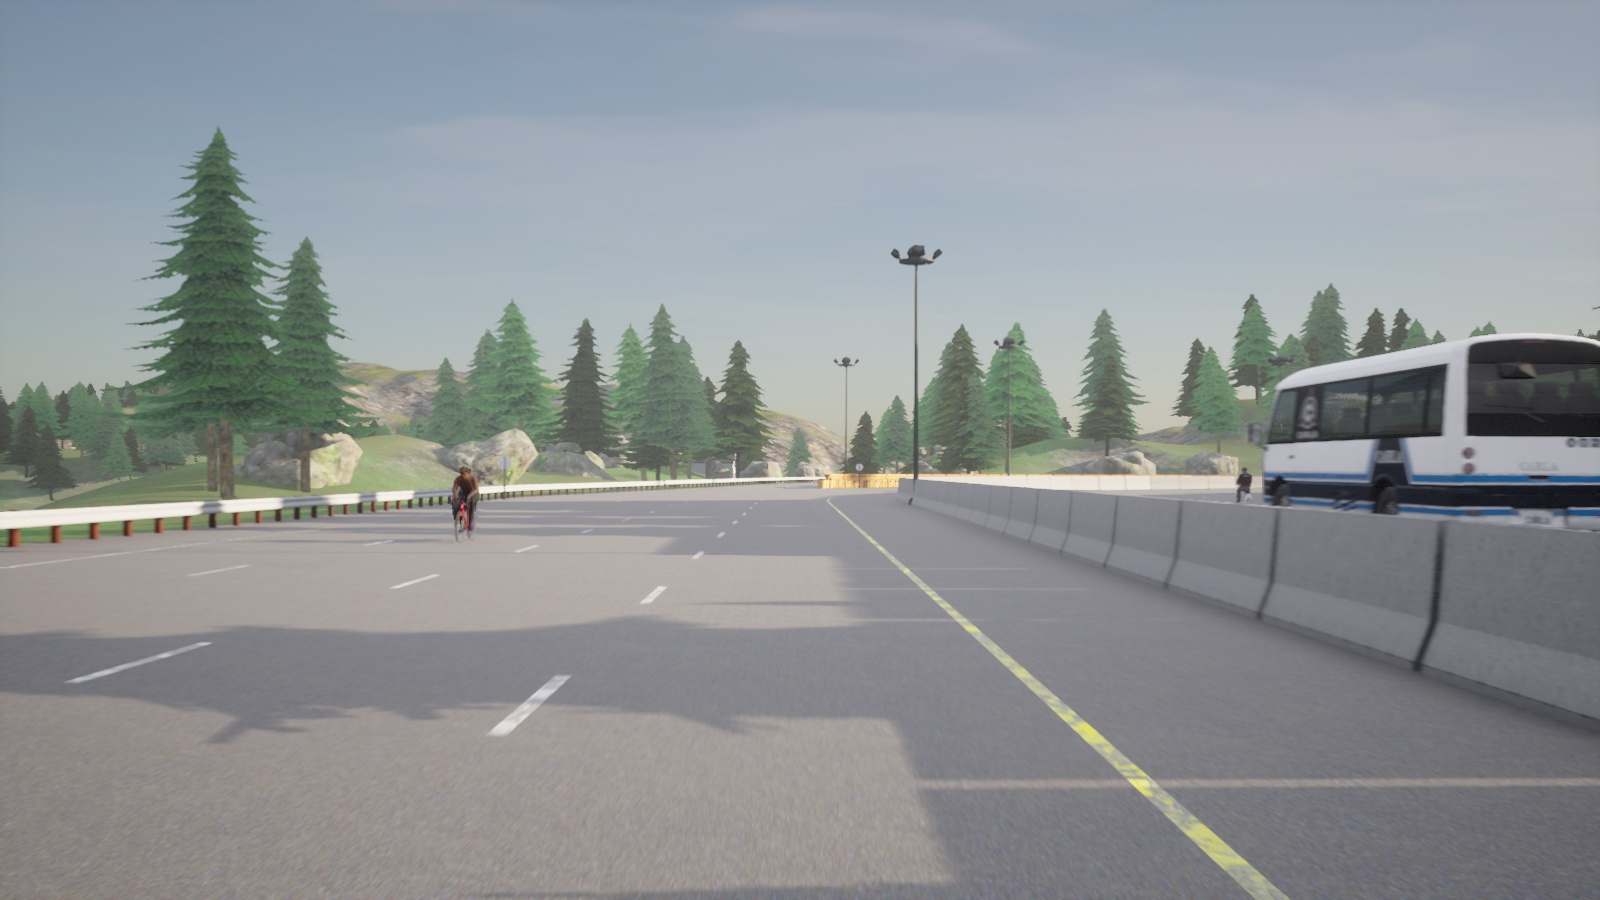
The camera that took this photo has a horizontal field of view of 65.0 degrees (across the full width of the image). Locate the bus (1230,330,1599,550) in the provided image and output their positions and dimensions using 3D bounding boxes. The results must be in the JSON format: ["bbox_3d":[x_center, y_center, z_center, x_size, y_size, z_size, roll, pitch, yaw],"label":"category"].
[{"bbox_3d":[13.859,-0.137,29.488,3.944,4.253,10.273,0,-1,0],"label":"bus"}]

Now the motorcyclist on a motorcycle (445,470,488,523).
[{"bbox_3d":[-10.696,1.465,40.341,0.766,1.649,2.350,0,-1,0],"label":"motorcyclist on a motorcycle"}]

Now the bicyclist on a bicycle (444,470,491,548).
[{"bbox_3d":[-7.122,1.235,26.977,0.582,1.620,1.656,0,-1,0],"label":"bicyclist on a bicycle"}]
